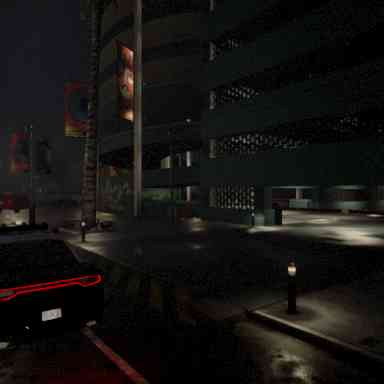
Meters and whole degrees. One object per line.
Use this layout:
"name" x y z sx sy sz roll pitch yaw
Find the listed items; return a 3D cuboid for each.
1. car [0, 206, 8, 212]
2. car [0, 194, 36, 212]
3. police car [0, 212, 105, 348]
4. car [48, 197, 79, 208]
"car" -9.488 1.478 14.299 1.882 1.535 5.008 0 0 -38
"car" -19.312 1.220 36.501 2.150 2.045 5.566 0 0 0
"police car" -3.445 1.425 6.470 1.930 1.638 5.238 0 0 -38
"car" -18.045 1.474 47.071 1.882 1.535 5.008 0 0 17
